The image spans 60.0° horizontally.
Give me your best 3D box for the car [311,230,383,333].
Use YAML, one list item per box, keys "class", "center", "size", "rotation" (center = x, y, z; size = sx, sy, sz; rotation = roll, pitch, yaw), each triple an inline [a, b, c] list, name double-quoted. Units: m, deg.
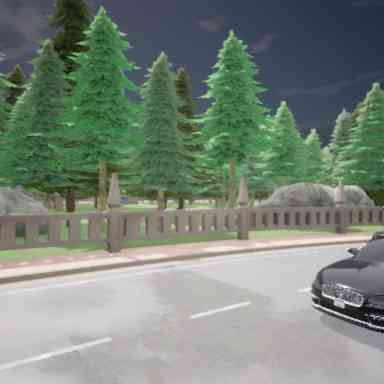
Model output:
- class: "car"
  center: [4.474, 1.555, 6.467]
  size: [4.892, 1.490, 1.837]
  rotation: [1, 0, -29]
